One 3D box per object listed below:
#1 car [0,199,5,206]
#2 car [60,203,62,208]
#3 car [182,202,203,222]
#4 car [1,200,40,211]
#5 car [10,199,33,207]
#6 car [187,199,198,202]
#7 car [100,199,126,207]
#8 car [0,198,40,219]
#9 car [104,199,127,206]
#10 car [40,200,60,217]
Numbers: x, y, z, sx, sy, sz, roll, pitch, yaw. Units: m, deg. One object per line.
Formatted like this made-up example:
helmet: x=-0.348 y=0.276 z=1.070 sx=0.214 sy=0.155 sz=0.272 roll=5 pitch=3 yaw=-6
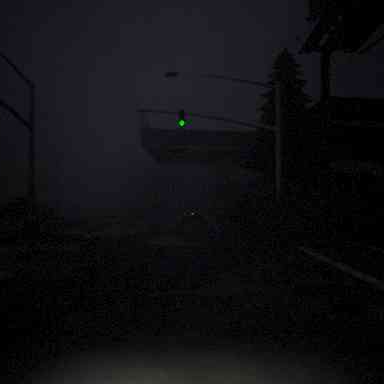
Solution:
car: x=-42.562 y=2.301 z=71.597 sx=3.633 sy=1.501 sz=1.845 roll=0 pitch=-1 yaw=-1
car: x=-24.057 y=2.055 z=56.740 sx=3.633 sy=1.501 sz=1.845 roll=0 pitch=-1 yaw=-1
car: x=0.066 y=1.946 z=30.666 sx=2.033 sy=1.411 sz=5.357 roll=0 pitch=-1 yaw=1
car: x=-24.038 y=1.904 z=46.749 sx=4.514 sy=1.523 sz=2.007 roll=0 pitch=-1 yaw=-1
car: x=-35.123 y=2.274 z=68.663 sx=3.806 sy=1.475 sz=1.970 roll=0 pitch=-1 yaw=-1
car: x=0.085 y=2.161 z=62.275 sx=2.097 sy=1.767 sz=4.553 roll=0 pitch=-1 yaw=0
car: x=-16.457 y=2.221 z=68.632 sx=5.027 sy=1.636 sz=2.152 roll=0 pitch=-1 yaw=-1
car: x=-16.784 y=1.480 z=31.054 sx=3.866 sy=1.878 sz=1.905 roll=0 pitch=-1 yaw=-1
car: x=-16.528 y=2.270 z=71.768 sx=4.514 sy=1.523 sz=2.007 roll=0 pitch=-1 yaw=-1
car: x=-16.193 y=1.807 z=34.378 sx=3.806 sy=1.475 sz=1.970 roll=0 pitch=-1 yaw=-1
